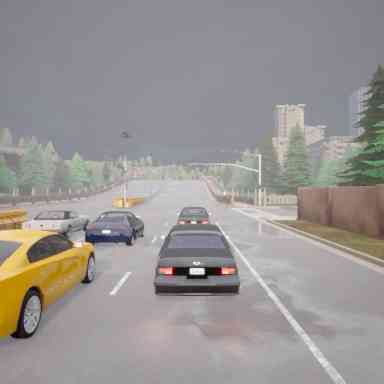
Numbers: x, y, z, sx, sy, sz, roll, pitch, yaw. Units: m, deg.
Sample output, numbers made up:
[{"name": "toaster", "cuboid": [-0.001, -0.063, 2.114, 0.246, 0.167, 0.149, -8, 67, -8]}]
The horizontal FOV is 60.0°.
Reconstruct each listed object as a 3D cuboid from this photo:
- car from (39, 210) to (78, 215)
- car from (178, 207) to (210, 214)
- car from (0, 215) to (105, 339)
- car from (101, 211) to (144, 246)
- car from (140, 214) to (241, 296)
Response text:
[{"name": "car", "cuboid": [-6.916, 1.601, 17.582, 1.895, 1.301, 4.718, 0, 0, 0]}, {"name": "car", "cuboid": [0.106, 1.547, 18.872, 2.033, 1.411, 5.357, 0, 0, 1]}, {"name": "car", "cuboid": [-3.406, 1.478, 6.596, 1.882, 1.535, 5.008, 0, 0, 0]}, {"name": "car", "cuboid": [-3.419, 1.564, 15.353, 1.994, 1.385, 4.181, 0, 0, 0]}, {"name": "car", "cuboid": [0.092, 1.547, 8.806, 2.033, 1.411, 5.357, 0, 0, 0]}]
